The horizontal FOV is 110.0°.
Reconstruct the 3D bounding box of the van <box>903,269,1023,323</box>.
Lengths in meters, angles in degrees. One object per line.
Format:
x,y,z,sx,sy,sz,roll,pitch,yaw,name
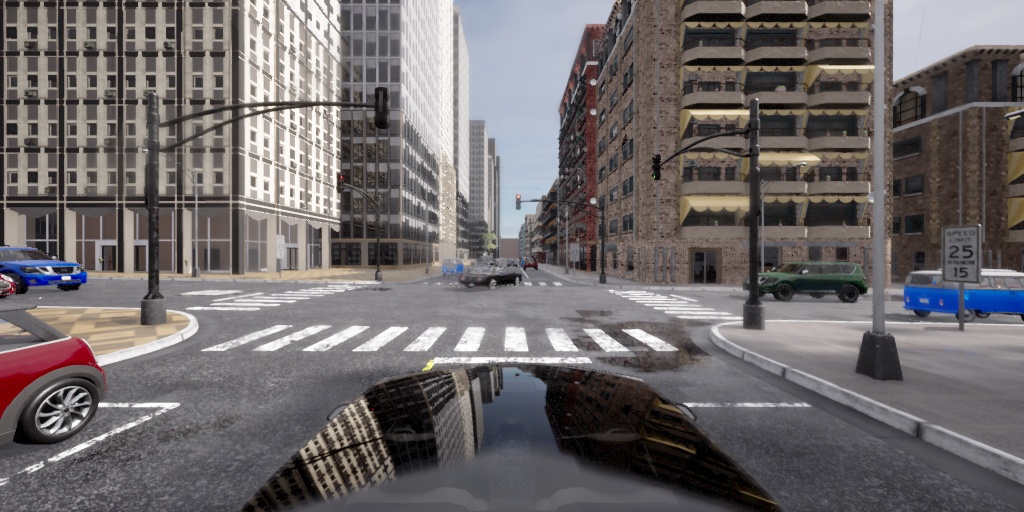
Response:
16.903,1.453,13.091,3.998,1.789,1.690,0,0,0,van

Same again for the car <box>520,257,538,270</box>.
2.651,1.079,51.492,2.192,1.841,5.009,0,0,0,car

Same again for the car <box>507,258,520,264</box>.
0.050,1.374,64.508,1.895,1.301,4.718,0,0,0,car

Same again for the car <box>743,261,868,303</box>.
15.445,1.297,19.012,5.566,2.045,2.150,1,0,0,car

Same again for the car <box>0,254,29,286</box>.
-21.156,0.818,13.112,4.097,1.591,1.967,0,0,0,car

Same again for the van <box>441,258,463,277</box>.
-5.716,1.097,34.831,1.690,1.789,3.998,0,0,0,van

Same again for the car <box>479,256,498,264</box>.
-3.132,0.982,43.858,2.150,2.045,5.566,0,0,0,car

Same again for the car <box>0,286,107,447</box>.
-5.691,1.190,2.357,1.967,1.591,4.097,0,0,0,car

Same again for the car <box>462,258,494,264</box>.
-3.127,1.247,33.965,2.128,1.511,4.902,0,0,0,car

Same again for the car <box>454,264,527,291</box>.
-1.204,1.350,22.343,1.895,1.301,4.718,1,0,30,car

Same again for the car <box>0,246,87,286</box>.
-22.287,0.577,15.699,5.566,2.045,2.150,1,0,0,car
